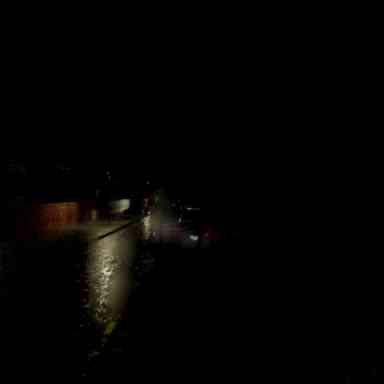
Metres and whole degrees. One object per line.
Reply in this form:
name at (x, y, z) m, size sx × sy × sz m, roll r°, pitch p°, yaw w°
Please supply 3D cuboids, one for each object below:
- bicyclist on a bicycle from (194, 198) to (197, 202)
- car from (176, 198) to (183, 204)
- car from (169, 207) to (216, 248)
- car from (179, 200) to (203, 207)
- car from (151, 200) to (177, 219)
bicyclist on a bicycle at (0.754, 2.141, 73.318) m, size 0.582 × 1.620 × 1.656 m, roll 0°, pitch -1°, yaw 0°
car at (-2.754, 2.134, 73.361) m, size 2.128 × 1.511 × 4.902 m, roll 0°, pitch -1°, yaw 0°
car at (0.092, 1.656, 15.350) m, size 1.812 × 1.442 × 4.674 m, roll 0°, pitch -1°, yaw 0°
car at (0.096, 1.782, 33.233) m, size 2.128 × 1.511 × 4.902 m, roll 0°, pitch -1°, yaw 0°
car at (-2.849, 1.771, 32.129) m, size 2.128 × 1.511 × 4.902 m, roll 0°, pitch -1°, yaw 0°
